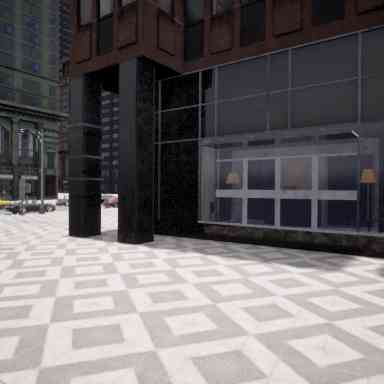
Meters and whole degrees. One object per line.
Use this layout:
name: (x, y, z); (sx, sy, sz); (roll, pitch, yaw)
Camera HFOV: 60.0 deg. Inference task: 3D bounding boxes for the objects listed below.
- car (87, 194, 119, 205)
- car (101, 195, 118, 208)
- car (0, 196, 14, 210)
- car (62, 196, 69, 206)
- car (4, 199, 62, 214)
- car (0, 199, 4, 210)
car: (-12.959, 1.082, 48.726); (1.947, 1.339, 4.313); (2, 2, 36)
car: (-8.748, 1.243, 39.963); (1.802, 1.307, 4.206); (2, 2, 36)
car: (-22.140, 1.232, 35.895); (1.752, 1.417, 4.829); (2, 2, 36)
car: (-15.986, 1.131, 44.496); (2.008, 1.369, 4.403); (2, 2, 36)
car: (-15.007, 1.341, 31.216); (2.008, 1.369, 4.403); (2, 2, 36)
car: (-18.137, 1.418, 26.842); (1.947, 1.339, 4.313); (2, 2, 36)
